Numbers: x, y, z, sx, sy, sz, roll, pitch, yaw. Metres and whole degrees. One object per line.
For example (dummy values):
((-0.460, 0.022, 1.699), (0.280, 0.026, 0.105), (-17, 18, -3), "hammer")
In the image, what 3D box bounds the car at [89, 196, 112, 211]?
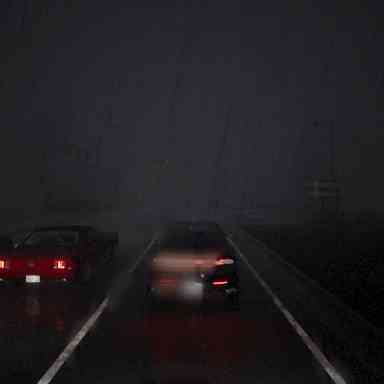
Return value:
((-11.605, 1.477, 35.641), (5.008, 1.535, 1.882), (0, 0, -1), "car")

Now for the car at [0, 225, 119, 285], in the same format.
((-3.434, 1.601, 9.452), (1.895, 1.301, 4.718), (0, 0, 0), "car")

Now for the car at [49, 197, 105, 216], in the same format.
((-11.335, 1.491, 32.143), (4.902, 1.511, 2.128), (0, 0, -1), "car")

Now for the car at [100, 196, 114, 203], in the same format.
((-18.492, 1.524, 72.229), (1.812, 1.442, 4.674), (0, 0, 0), "car")

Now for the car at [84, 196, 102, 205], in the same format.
((-18.493, 1.477, 62.128), (1.882, 1.535, 5.008), (0, 0, 0), "car")

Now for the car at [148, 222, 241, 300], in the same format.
((0.058, 1.492, 8.366), (2.128, 1.511, 4.902), (0, 0, 0), "car")

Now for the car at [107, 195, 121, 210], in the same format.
((-11.305, 1.477, 39.144), (5.008, 1.535, 1.882), (0, 0, -1), "car")

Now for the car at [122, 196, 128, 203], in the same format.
((-14.992, 1.552, 71.552), (1.994, 1.385, 4.181), (0, 0, 0), "car")
